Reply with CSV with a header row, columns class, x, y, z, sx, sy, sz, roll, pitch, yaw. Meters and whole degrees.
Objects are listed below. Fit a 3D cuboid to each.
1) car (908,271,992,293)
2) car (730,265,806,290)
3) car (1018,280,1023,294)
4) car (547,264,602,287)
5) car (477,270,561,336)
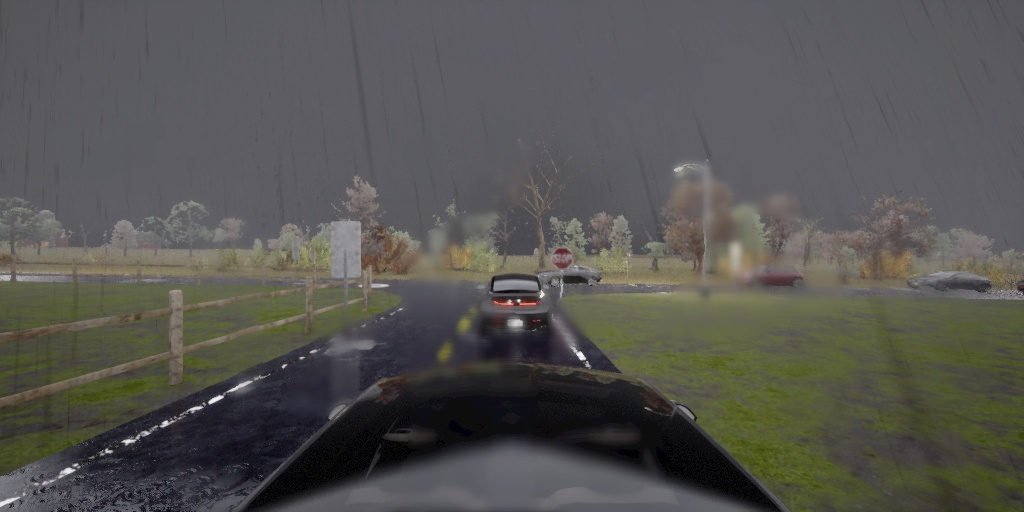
class,x,y,z,sx,sy,sz,roll,pitch,yaw
car,31.629,1.837,25.931,4.674,1.442,1.812,1,1,0
car,18.404,1.430,25.947,4.553,1.767,2.097,1,1,0
car,35.693,1.933,22.967,4.892,1.490,1.837,1,1,0
car,3.786,1.310,24.449,4.902,1.511,2.128,1,0,-22
car,0.064,1.252,10.331,1.837,1.490,4.892,0,0,-1
